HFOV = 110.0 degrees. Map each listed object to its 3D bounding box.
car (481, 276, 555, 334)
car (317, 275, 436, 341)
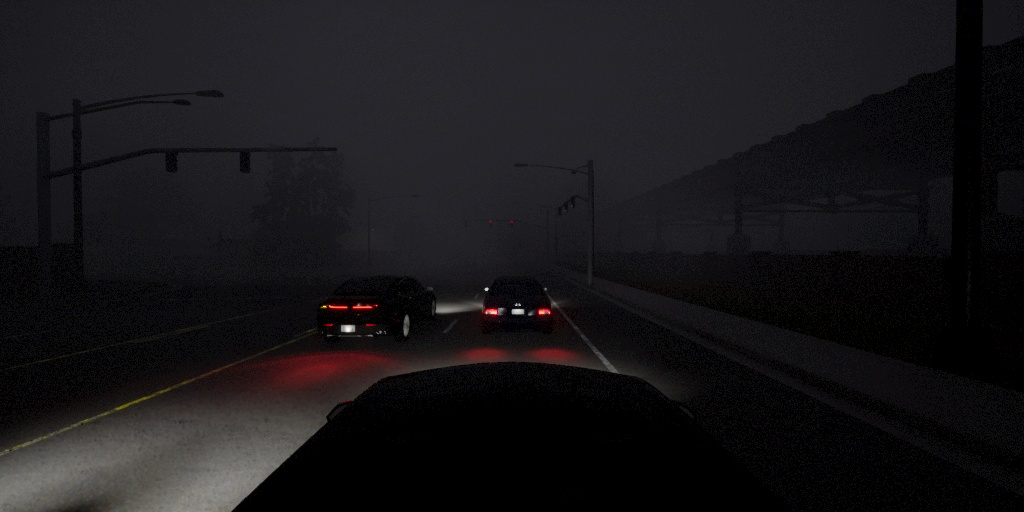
[{"bbox_3d":[0.124,1.301,10.598,2.033,1.411,5.357,0,0,0],"label":"car"},{"bbox_3d":[-3.382,1.255,9.831,1.837,1.490,4.892,0,0,0],"label":"car"}]
